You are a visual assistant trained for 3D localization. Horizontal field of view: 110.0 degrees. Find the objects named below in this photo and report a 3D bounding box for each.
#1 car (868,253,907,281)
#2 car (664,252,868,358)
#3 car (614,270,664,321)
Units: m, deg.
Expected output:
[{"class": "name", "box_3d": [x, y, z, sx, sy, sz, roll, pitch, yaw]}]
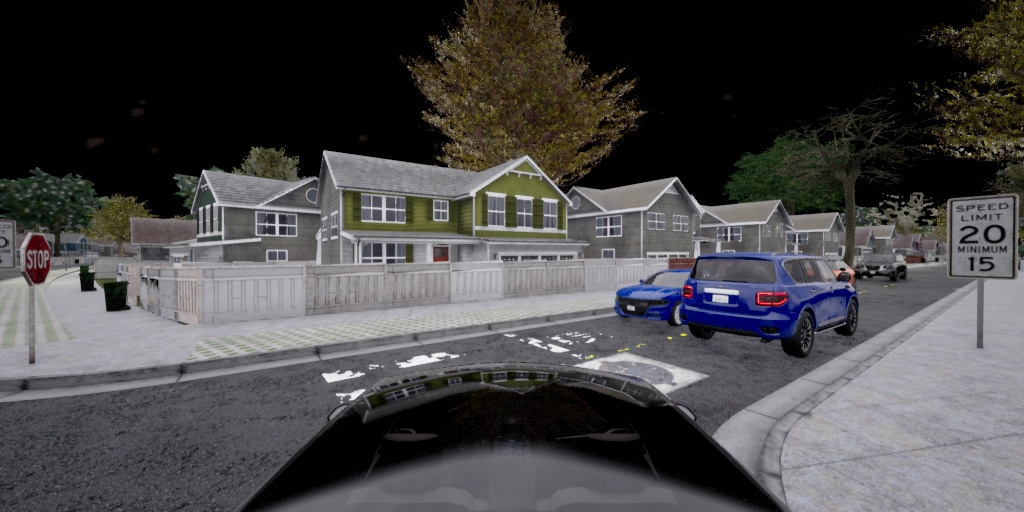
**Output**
[{"class": "car", "box_3d": [28.451, 0.792, 27.592, 5.566, 2.045, 2.150, -1, 1, -35]}, {"class": "car", "box_3d": [6.328, 0.931, 8.651, 5.566, 2.045, 2.150, 0, 1, -35]}, {"class": "car", "box_3d": [5.378, 1.162, 11.469, 5.008, 1.535, 1.882, -1, 1, -35]}]
